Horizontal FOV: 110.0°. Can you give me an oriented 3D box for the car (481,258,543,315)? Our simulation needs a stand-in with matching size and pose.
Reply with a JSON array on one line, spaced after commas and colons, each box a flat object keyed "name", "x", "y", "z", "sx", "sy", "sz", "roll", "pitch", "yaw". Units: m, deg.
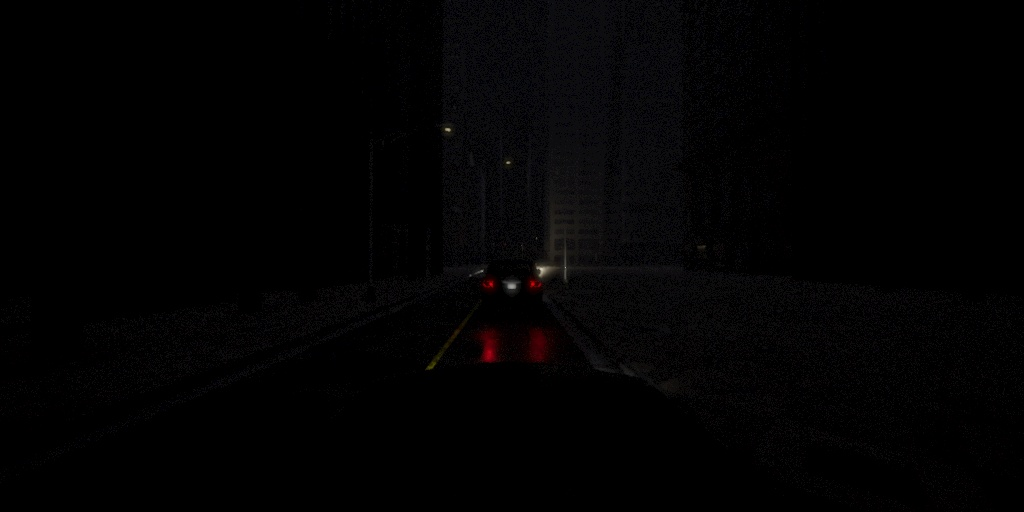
[{"name": "car", "x": 0.009, "y": 1.103, "z": 14.409, "sx": 2.150, "sy": 2.045, "sz": 5.566, "roll": 0, "pitch": 0, "yaw": 0}]
